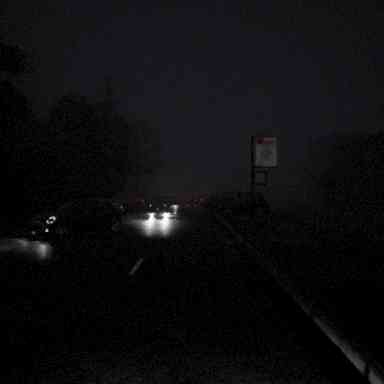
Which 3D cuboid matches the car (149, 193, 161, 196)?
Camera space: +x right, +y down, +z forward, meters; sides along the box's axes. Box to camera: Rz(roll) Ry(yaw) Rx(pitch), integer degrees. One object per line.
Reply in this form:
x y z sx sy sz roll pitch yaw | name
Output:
-8.184 1.308 53.279 5.366 1.575 1.946 0 0 0 | car

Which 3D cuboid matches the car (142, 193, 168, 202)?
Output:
-8.394 1.152 75.436 5.566 2.045 2.435 0 0 0 | car

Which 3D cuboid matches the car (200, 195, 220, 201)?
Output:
4.635 1.473 87.044 5.008 1.535 2.097 0 0 0 | car

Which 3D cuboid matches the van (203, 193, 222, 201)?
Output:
4.766 1.196 78.636 4.442 1.987 1.878 0 0 0 | van

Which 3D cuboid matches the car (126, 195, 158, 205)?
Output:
-8.371 1.320 56.065 5.008 1.535 2.097 0 0 0 | car

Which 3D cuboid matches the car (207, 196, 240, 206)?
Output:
4.721 1.303 50.605 4.892 1.521 2.231 0 0 0 | car

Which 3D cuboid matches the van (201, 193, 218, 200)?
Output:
4.740 1.265 89.849 4.442 1.987 1.878 0 0 0 | van

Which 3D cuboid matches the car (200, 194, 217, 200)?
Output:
4.585 1.382 92.651 4.553 1.767 2.185 0 0 0 | car

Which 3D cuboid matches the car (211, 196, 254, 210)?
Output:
4.726 1.277 39.391 4.892 1.521 2.231 0 0 0 | car

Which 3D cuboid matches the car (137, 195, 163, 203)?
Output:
-8.397 1.359 67.204 5.008 1.535 2.097 0 0 0 | car

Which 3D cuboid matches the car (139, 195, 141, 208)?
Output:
-8.348 1.318 36.572 4.674 1.452 2.002 0 0 0 | car

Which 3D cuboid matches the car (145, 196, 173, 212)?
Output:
-3.356 1.400 34.796 1.895 1.301 4.718 0 0 0 | car

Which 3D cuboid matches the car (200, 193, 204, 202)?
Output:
4.668 1.075 59.016 5.566 2.045 2.435 0 0 0 | car

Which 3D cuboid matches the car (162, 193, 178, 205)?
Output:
-3.342 1.338 53.996 1.837 1.490 4.892 0 0 0 | car

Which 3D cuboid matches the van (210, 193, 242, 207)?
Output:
4.837 1.068 47.802 4.442 1.987 1.878 0 0 0 | van

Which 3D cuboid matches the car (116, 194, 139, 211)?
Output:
-8.349 1.280 33.786 5.008 1.535 2.097 0 0 0 | car

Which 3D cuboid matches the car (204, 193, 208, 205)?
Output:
4.700 1.029 42.197 5.566 2.045 2.435 0 0 0 | car

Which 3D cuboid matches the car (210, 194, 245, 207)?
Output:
4.757 1.160 44.997 4.553 1.767 2.185 0 0 0 | car

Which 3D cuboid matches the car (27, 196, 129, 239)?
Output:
-5.747 1.239 16.701 2.097 1.767 4.553 0 0 37 | car

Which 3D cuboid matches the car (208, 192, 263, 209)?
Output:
4.707 1.029 33.786 5.566 2.045 2.435 0 0 0 | car

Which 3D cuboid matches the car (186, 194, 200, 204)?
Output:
-0.044 1.443 57.389 1.895 1.301 4.718 0 0 0 | car

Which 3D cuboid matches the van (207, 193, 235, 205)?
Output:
4.593 1.084 53.408 4.442 1.987 1.878 0 0 0 | van

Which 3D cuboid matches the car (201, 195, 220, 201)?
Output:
4.666 1.486 84.241 4.792 1.488 2.163 0 0 0 | car

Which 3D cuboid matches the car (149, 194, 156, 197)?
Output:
-8.362 1.343 50.493 4.674 1.452 2.002 0 0 0 | car

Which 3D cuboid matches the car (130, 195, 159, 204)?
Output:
-8.353 1.357 58.850 4.792 1.488 2.163 0 0 0 | car

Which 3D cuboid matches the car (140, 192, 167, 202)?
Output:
-8.387 1.136 72.774 5.566 2.045 2.435 0 0 0 | car

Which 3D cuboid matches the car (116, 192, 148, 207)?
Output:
-8.320 1.156 42.141 4.553 1.767 2.185 0 0 0 | car

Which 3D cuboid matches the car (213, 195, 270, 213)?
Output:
4.743 1.288 30.986 4.892 1.521 2.231 0 0 0 | car
